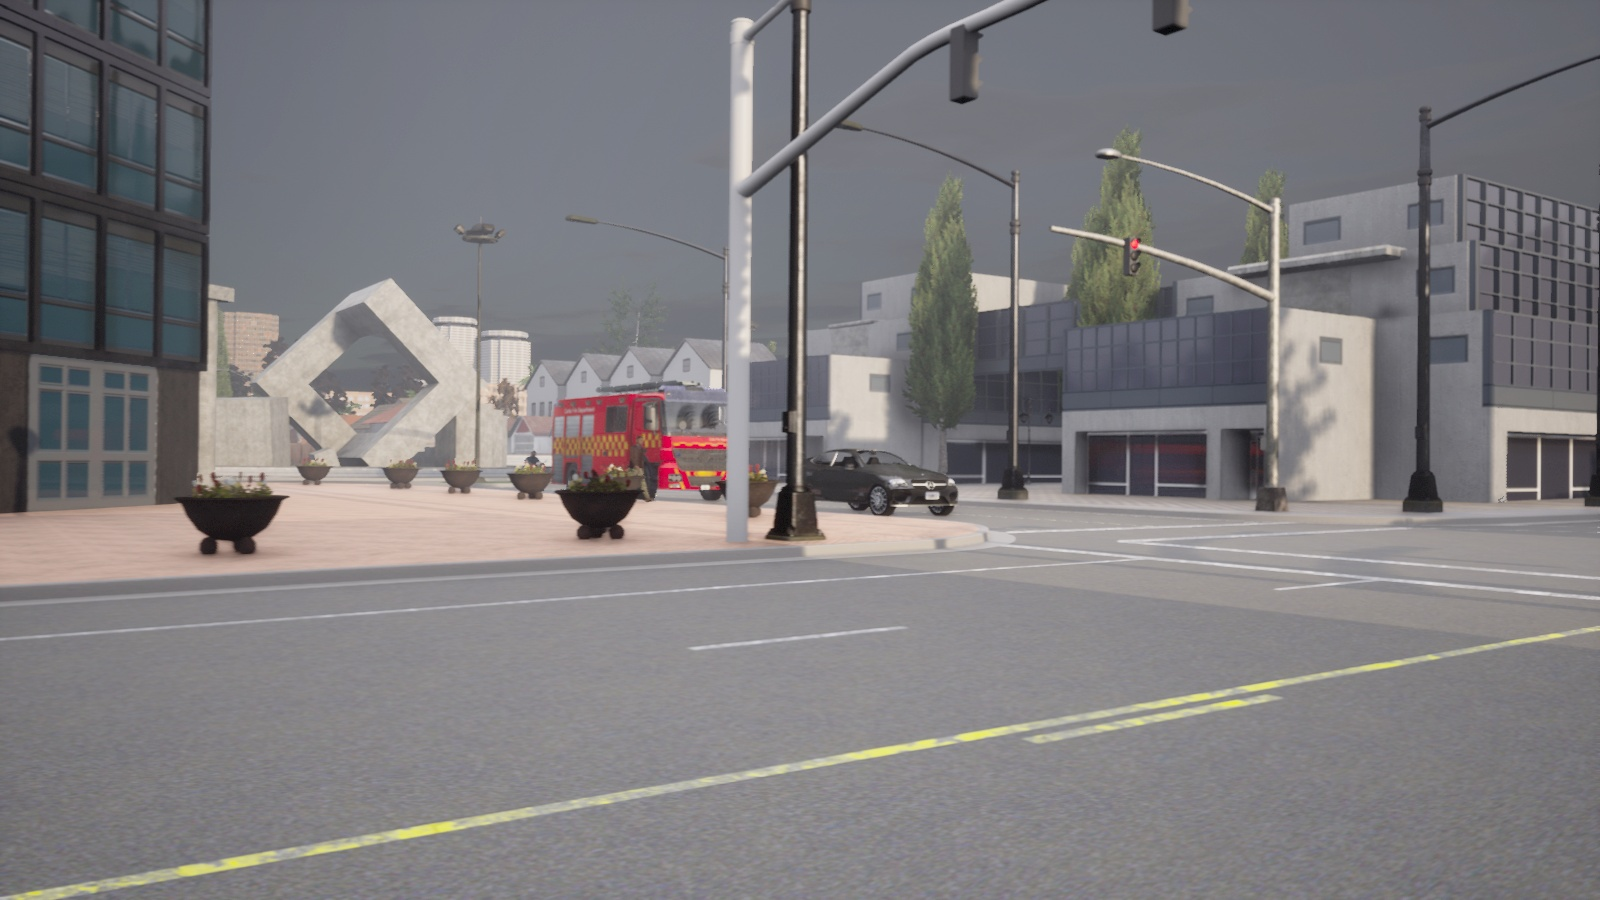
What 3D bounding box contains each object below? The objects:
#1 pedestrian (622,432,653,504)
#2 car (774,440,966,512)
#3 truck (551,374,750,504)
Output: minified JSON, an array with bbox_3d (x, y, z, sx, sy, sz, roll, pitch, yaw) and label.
[{"bbox_3d":[-4.219,0.468,32.647,0.703,1.840,0.431,0,-1,41],"label":"pedestrian"},{"bbox_3d":[1.644,0.605,31.439,2.152,1.651,5.027,1,-1,-34],"label":"car"},{"bbox_3d":[-5.150,-0.299,41.380,2.891,3.827,8.468,1,-1,-34],"label":"truck"}]
